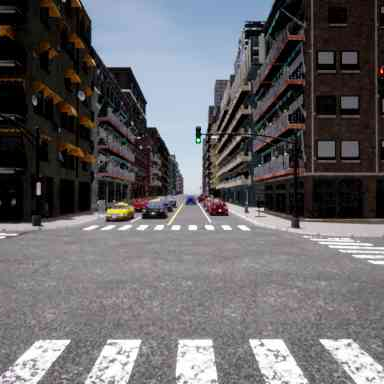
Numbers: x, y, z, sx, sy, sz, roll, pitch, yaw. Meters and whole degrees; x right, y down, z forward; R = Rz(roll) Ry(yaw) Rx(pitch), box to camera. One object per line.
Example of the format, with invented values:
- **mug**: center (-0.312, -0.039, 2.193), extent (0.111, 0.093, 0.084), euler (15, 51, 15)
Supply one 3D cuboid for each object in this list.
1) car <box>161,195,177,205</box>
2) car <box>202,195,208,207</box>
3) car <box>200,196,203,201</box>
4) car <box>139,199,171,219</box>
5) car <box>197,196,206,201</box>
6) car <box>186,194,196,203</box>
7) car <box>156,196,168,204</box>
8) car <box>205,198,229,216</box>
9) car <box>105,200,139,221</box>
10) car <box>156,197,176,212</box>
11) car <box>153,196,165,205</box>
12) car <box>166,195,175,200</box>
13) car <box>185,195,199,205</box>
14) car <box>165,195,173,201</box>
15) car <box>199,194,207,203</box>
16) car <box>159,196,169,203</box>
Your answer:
- **car**: center (-3.273, 1.506, 49.012), extent (2.128, 1.511, 4.902), euler (0, 0, 0)
- **car**: center (2.553, 1.451, 38.307), extent (1.967, 1.590, 4.097), euler (1, 0, 0)
- **car**: center (2.510, 1.596, 49.353), extent (1.802, 1.307, 4.206), euler (1, 0, 0)
- **car**: center (-3.201, 1.571, 29.225), extent (1.994, 1.385, 4.181), euler (0, 0, 0)
- **car**: center (2.384, 1.597, 82.493), extent (1.947, 1.339, 4.313), euler (1, 0, 0)
- **car**: center (-0.262, 1.376, 69.009), extent (2.097, 1.767, 4.553), euler (0, 0, 0)
- **car**: center (-5.934, 1.573, 65.906), extent (2.008, 1.369, 4.403), euler (1, 0, 0)
- **car**: center (2.574, 1.553, 32.783), extent (1.887, 1.381, 4.507), euler (1, 0, 0)
- **car**: center (-5.785, 1.532, 27.072), extent (1.752, 1.417, 4.829), euler (1, 0, 0)
- **car**: center (-3.237, 1.575, 38.673), extent (1.994, 1.385, 4.181), euler (0, 0, 0)
- **car**: center (-5.912, 1.545, 60.212), extent (1.752, 1.417, 4.829), euler (1, 0, 0)
- **car**: center (-6.039, 1.589, 93.522), extent (2.008, 1.369, 4.403), euler (1, 0, 0)
- **car**: center (-0.224, 1.544, 59.033), extent (1.812, 1.442, 4.674), euler (0, 0, 0)
- **car**: center (-6.017, 1.560, 87.828), extent (1.752, 1.417, 4.829), euler (1, 0, 0)
- **car**: center (2.428, 1.340, 71.448), extent (2.192, 1.841, 5.009), euler (1, 0, 0)
- **car**: center (-5.955, 1.570, 71.429), extent (1.887, 1.381, 4.507), euler (1, 0, 0)
